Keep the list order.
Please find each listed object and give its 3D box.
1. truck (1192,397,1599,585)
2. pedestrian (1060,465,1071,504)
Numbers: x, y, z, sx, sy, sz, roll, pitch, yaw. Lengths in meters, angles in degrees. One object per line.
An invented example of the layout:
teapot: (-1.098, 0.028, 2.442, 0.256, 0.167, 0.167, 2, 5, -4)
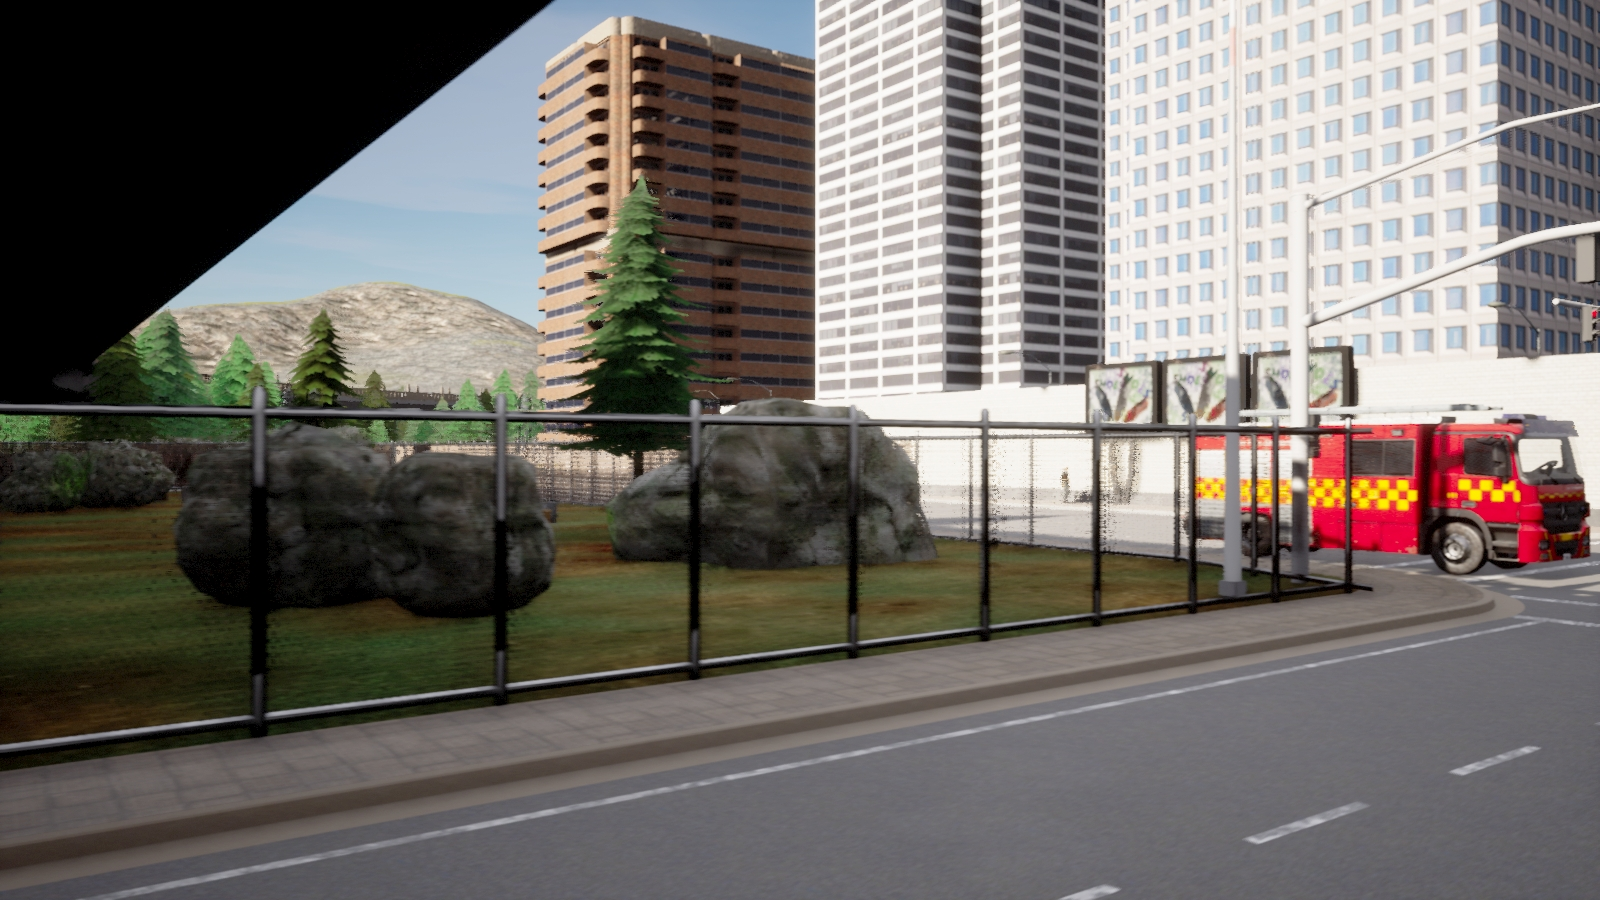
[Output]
truck: (13.991, 0.837, 27.639, 2.891, 3.827, 8.468, 0, 0, -35)
pedestrian: (12.801, 1.640, 55.023, 0.375, 1.860, 0.375, 0, 0, -36)
